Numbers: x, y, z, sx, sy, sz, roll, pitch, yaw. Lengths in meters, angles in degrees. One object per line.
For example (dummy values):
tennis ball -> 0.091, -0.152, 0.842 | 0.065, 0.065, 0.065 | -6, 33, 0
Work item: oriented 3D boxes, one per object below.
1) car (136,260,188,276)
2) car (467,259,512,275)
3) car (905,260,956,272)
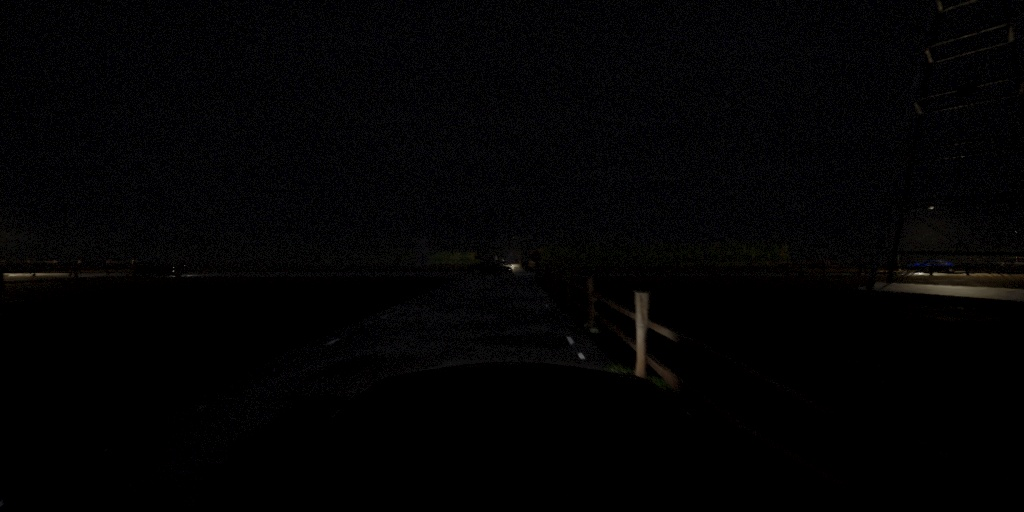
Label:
car -> -38.280, 1.167, 39.152 | 4.553, 1.767, 2.097 | 0, 1, 0
car -> -2.415, 1.347, 39.222 | 4.892, 1.490, 1.837 | 0, 1, 0
car -> 49.079, 1.197, 42.052 | 4.674, 1.442, 1.812 | 0, 1, 0
